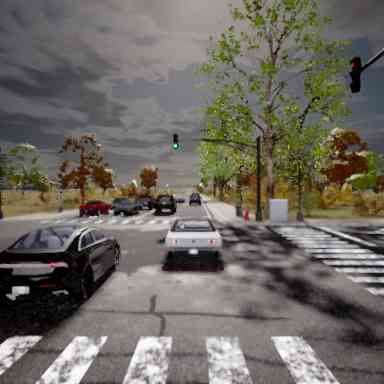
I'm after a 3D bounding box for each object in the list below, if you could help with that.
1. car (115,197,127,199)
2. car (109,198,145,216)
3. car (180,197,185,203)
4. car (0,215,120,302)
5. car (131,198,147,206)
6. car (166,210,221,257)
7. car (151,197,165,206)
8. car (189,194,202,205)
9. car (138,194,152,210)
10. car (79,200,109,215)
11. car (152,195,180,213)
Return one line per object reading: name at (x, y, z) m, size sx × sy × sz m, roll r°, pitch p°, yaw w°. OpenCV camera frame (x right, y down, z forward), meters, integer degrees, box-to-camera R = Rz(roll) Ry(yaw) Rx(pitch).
car at (-9.552, 1.467, 44.447) m, size 2.097 × 1.767 × 4.553 m, roll 0°, pitch 0°, yaw 1°
car at (-6.497, 1.638, 33.765) m, size 2.033 × 1.411 × 5.357 m, roll 0°, pitch 0°, yaw 1°
car at (-2.476, 1.756, 73.562) m, size 1.895 × 1.301 × 4.718 m, roll 0°, pitch 0°, yaw 1°
car at (-3.176, 1.599, 8.579) m, size 2.128 × 1.511 × 4.902 m, roll 0°, pitch 0°, yaw 0°
car at (-9.270, 1.739, 58.258) m, size 1.895 × 1.301 × 4.718 m, roll 0°, pitch 0°, yaw 2°
car at (0.034, 1.657, 13.266) m, size 1.895 × 1.301 × 4.718 m, roll 0°, pitch 1°, yaw 0°
car at (-5.989, 1.705, 59.697) m, size 1.994 × 1.385 × 4.181 m, roll 0°, pitch 0°, yaw 2°
car at (0.581, 1.367, 62.291) m, size 2.150 × 2.045 × 5.566 m, roll 0°, pitch 0°, yaw 1°
car at (-6.289, 1.338, 45.045) m, size 2.150 × 2.045 × 5.566 m, roll 0°, pitch 0°, yaw 1°
car at (-9.744, 1.567, 33.621) m, size 1.882 × 1.535 × 5.008 m, roll 0°, pitch 0°, yaw 3°
car at (-2.971, 1.323, 38.892) m, size 2.150 × 2.045 × 5.566 m, roll 0°, pitch 0°, yaw 1°
